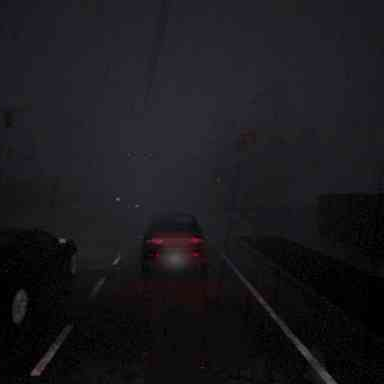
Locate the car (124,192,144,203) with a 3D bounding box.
[{"bbox_3d":[-9.672,1.180,55.689,1.994,1.385,4.181,0,0,-2],"label":"car"}]

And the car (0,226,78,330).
[{"bbox_3d":[-3.816,1.434,6.792,1.882,1.535,5.008,0,0,-3],"label":"car"}]

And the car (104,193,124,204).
[{"bbox_3d":[-13.149,1.173,55.245,2.033,1.411,5.357,0,0,-2],"label":"car"}]

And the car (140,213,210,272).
[{"bbox_3d":[-0.555,1.416,10.551,2.128,1.511,4.902,0,0,-4],"label":"car"}]

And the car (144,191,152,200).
[{"bbox_3d":[-10.322,1.032,71.211,2.128,1.511,4.902,0,0,-3],"label":"car"}]

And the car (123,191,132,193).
[{"bbox_3d":[-13.820,0.738,71.074,2.150,2.045,5.566,0,0,-3],"label":"car"}]
